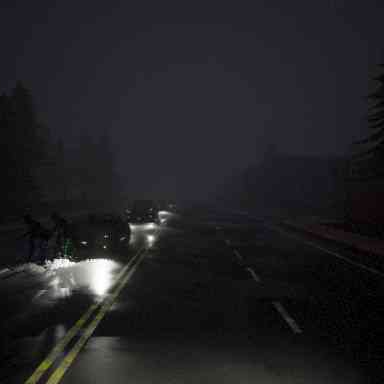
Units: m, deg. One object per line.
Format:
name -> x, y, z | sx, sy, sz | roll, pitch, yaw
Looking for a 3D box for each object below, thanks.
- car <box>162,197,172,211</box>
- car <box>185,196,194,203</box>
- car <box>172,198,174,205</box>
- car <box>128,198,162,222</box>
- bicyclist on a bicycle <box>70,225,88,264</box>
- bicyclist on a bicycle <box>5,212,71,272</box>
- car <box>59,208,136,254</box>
car -> -3.978, 1.491, 41.198 | 2.128, 1.511, 4.902 | 0, 0, -1
car -> -0.544, 1.547, 69.289 | 2.033, 1.411, 5.357 | 0, 0, -1
car -> -4.125, 1.547, 58.928 | 2.033, 1.411, 5.357 | 0, 0, 0
car -> -3.837, 1.352, 26.168 | 2.097, 1.767, 4.553 | 0, 0, -1
bicyclist on a bicycle -> -4.084, 1.455, 10.335 | 1.656, 1.620, 0.582 | -2, 0, -3
bicyclist on a bicycle -> -4.465, 1.455, 9.417 | 1.656, 1.620, 0.582 | -2, 0, -4
car -> -3.715, 1.564, 13.340 | 1.994, 1.385, 4.181 | 0, 0, -1
